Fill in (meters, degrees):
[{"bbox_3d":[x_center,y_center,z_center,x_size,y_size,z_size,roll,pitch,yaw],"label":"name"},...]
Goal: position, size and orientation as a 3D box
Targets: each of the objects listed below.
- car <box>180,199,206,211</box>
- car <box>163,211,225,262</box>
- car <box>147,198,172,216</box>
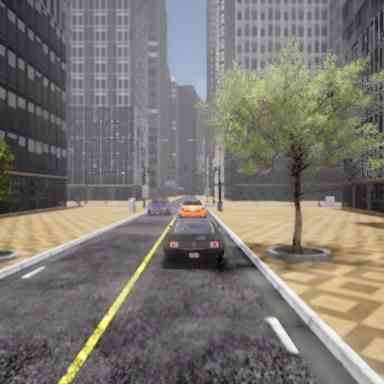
[{"bbox_3d":[0.072,1.374,27.741,2.097,1.767,4.553,0,0,0],"label":"car"},{"bbox_3d":[0.078,1.607,12.157,1.895,1.301,4.718,0,0,0],"label":"car"},{"bbox_3d":[-3.095,1.378,32.454,2.097,1.767,4.553,0,0,0],"label":"car"}]
